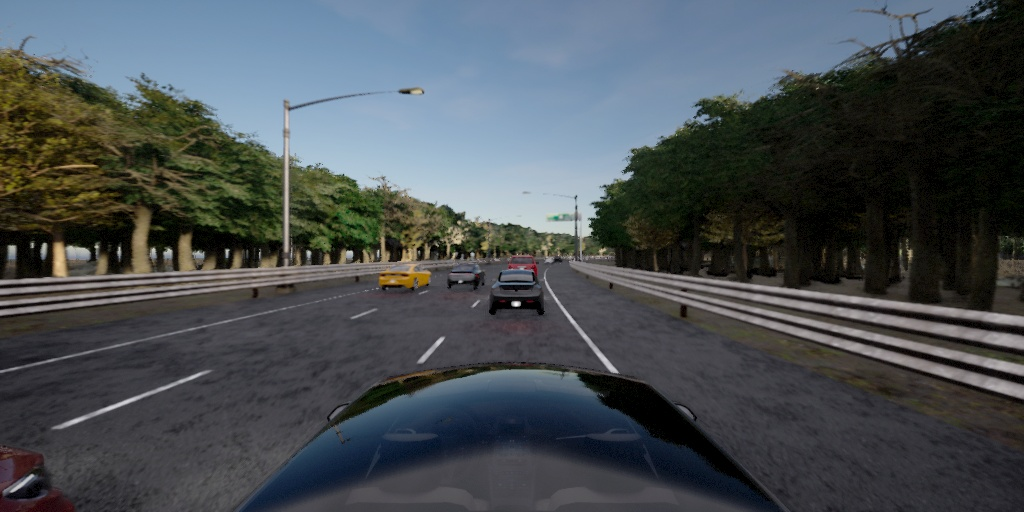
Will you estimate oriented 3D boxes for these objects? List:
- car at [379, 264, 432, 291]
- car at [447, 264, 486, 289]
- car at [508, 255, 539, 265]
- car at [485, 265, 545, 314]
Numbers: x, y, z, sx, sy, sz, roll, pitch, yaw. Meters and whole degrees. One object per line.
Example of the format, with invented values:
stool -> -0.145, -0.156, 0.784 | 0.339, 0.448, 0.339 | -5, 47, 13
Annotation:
car -> -6.350, 1.222, 21.904 | 1.882, 1.535, 5.008 | 0, 0, 3
car -> -2.795, 1.245, 22.819 | 2.128, 1.511, 4.902 | 0, 0, 3
car -> 0.855, 0.982, 27.213 | 2.150, 2.045, 5.566 | 0, 0, 4
car -> 0.212, 1.261, 13.761 | 1.837, 1.490, 4.892 | 0, 0, 2
